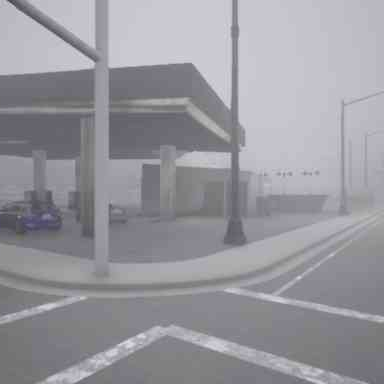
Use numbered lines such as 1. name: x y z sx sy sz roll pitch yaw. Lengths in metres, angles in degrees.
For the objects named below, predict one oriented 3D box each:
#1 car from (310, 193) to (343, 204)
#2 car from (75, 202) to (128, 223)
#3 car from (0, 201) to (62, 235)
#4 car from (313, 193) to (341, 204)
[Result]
1. car: 26.353 1.224 65.201 5.566 2.045 2.150 0 0 36
2. car: -6.352 1.454 23.081 3.806 1.475 1.970 0 0 36
3. car: -9.067 1.293 17.960 4.611 1.667 2.242 0 0 36
4. car: 24.594 1.490 62.156 4.902 1.511 2.128 0 0 36
